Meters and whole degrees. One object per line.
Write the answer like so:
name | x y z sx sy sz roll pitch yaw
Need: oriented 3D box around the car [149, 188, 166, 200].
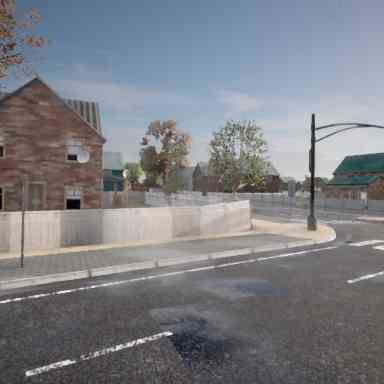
car | -6.515 0.336 61.647 2.150 2.045 5.566 1 1 -21
